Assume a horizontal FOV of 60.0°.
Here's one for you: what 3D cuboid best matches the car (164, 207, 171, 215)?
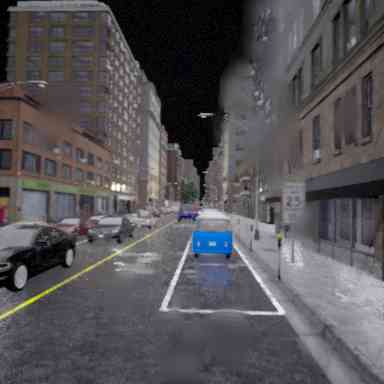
[{"bbox_3d":[-5.748,3.696,64.561,1.967,1.590,4.097,1,-2,2],"label":"car"}]

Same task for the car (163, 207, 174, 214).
[{"bbox_3d":[-5.327,4.228,75.527,2.008,1.369,4.403,1,-2,2],"label":"car"}]

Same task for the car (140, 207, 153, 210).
[{"bbox_3d":[-6.604,2.943,42.449,1.752,1.417,4.829,1,-2,2],"label":"car"}]

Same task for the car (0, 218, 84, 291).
[{"bbox_3d":[-5.117,1.731,9.909,1.882,1.535,5.008,1,-2,1],"label":"car"}]

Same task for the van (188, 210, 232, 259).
[{"bbox_3d":[0.874,1.882,14.890,1.690,1.788,3.998,1,-2,2],"label":"van"}]

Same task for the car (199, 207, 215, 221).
[{"bbox_3d":[2.143,3.087,47.793,2.192,1.841,5.009,1,-2,2],"label":"car"}]

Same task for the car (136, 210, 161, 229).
[{"bbox_3d":[-4.327,2.601,29.957,1.895,1.301,4.718,1,-2,2],"label":"car"}]

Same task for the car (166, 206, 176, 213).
[{"bbox_3d":[-5.112,4.330,81.015,1.967,1.590,4.097,1,-2,2],"label":"car"}]

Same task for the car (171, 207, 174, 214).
[{"bbox_3d":[-5.545,3.985,69.874,1.752,1.417,4.829,1,-2,2],"label":"car"}]

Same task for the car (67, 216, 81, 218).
[{"bbox_3d":[-7.447,2.186,20.676,1.802,1.307,4.206,1,-2,2],"label":"car"}]

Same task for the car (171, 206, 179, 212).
[{"bbox_3d":[-4.689,4.756,91.986,1.967,1.590,4.097,1,-2,2],"label":"car"}]

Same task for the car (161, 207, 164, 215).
[{"bbox_3d":[-6.175,3.420,53.586,1.802,1.307,4.206,1,-2,2],"label":"car"}]

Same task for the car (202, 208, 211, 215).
[{"bbox_3d":[3.193,4.362,75.201,1.887,1.381,4.507,1,-2,2],"label":"car"}]

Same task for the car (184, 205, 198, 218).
[{"bbox_3d":[-0.088,3.272,56.353,2.150,2.045,5.566,1,-2,1],"label":"car"}]

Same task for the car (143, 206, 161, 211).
[{"bbox_3d":[-6.380,2.946,48.111,2.192,1.841,5.009,1,-2,2],"label":"car"}]

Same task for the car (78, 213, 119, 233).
[{"bbox_3d":[-7.235,2.391,26.161,1.802,1.307,4.206,1,-2,2],"label":"car"}]

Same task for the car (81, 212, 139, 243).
[{"bbox_3d":[-4.722,2.150,19.905,1.812,1.442,4.674,1,-2,2],"label":"car"}]

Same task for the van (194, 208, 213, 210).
[{"bbox_3d":[1.085,2.086,20.374,1.690,1.788,3.998,1,-2,2],"label":"van"}]

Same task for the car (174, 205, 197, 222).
[{"bbox_3d":[-0.622,2.770,43.029,2.150,2.045,5.566,1,-2,2],"label":"car"}]

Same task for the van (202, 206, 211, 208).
[{"bbox_3d":[1.508,2.495,31.341,1.690,1.788,3.998,1,-2,2],"label":"van"}]
